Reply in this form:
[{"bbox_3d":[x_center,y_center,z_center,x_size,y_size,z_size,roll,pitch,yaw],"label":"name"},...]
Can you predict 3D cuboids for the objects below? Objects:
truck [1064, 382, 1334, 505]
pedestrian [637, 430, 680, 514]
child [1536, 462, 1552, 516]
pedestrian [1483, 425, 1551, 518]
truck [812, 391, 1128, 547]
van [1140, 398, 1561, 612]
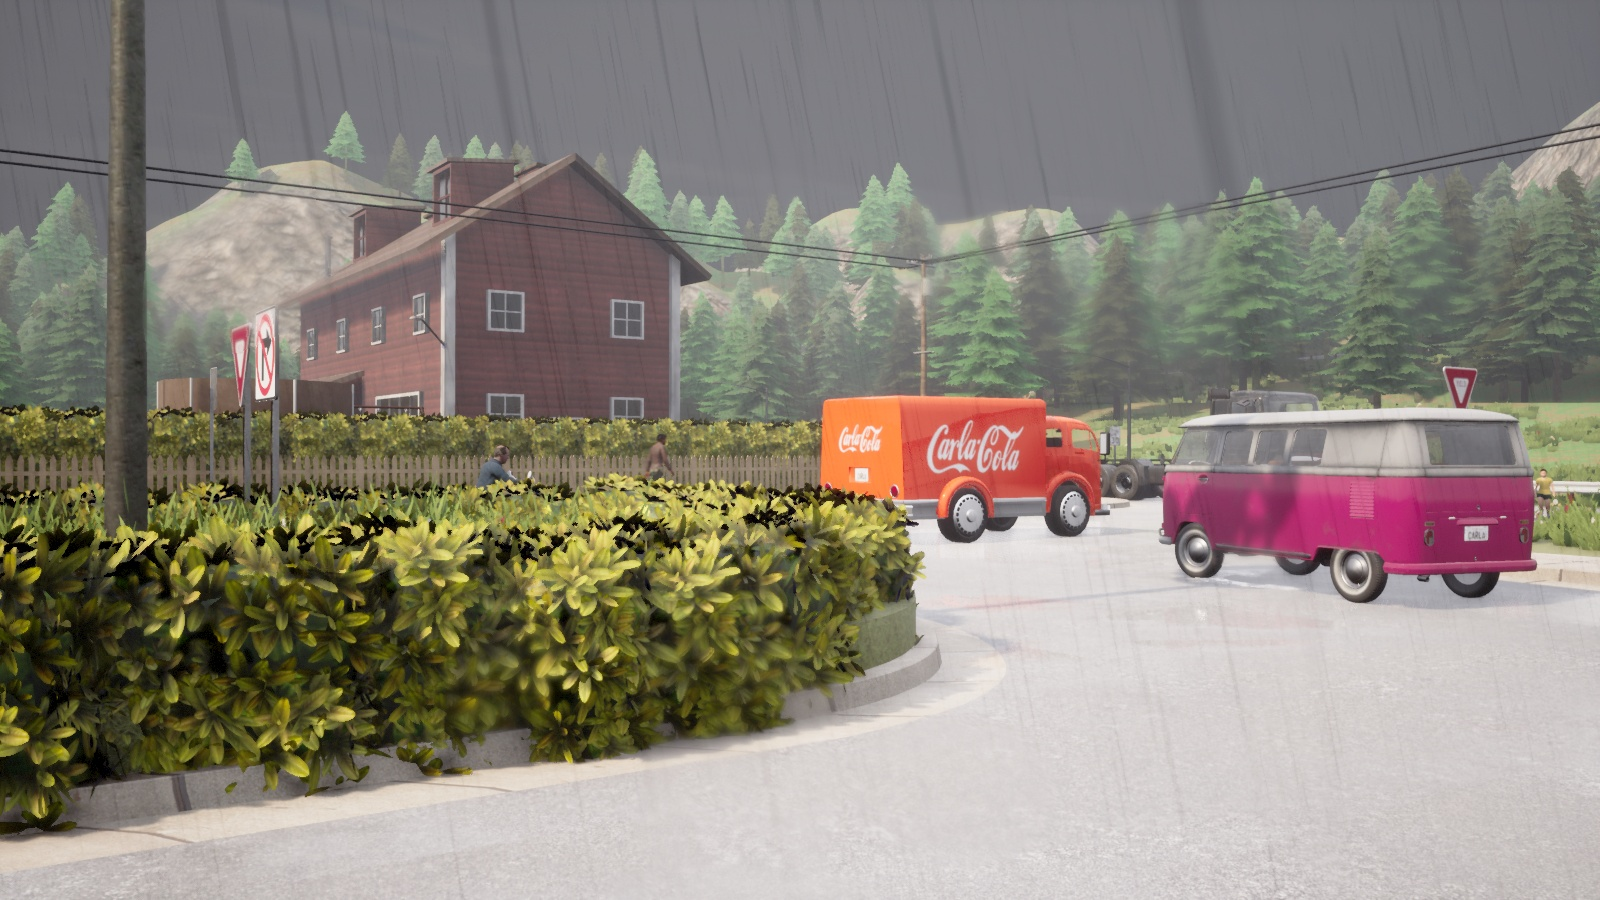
[{"bbox_3d":[12.222,-0.167,39.272,2.891,3.462,7.936,0,0,-34],"label":"truck"},{"bbox_3d":[-3.080,0.474,27.370,0.869,1.805,0.328,0,0,-35],"label":"pedestrian"},{"bbox_3d":[15.434,0.807,26.046,0.255,1.110,0.394,0,0,37],"label":"child"},{"bbox_3d":[14.478,0.431,25.378,0.900,1.855,0.874,0,0,4],"label":"pedestrian"},{"bbox_3d":[3.098,0.306,22.486,5.204,2.467,2.627,0,0,-35],"label":"truck"},{"bbox_3d":[5.870,0.520,14.076,1.775,1.987,4.442,0,0,-19],"label":"van"}]
